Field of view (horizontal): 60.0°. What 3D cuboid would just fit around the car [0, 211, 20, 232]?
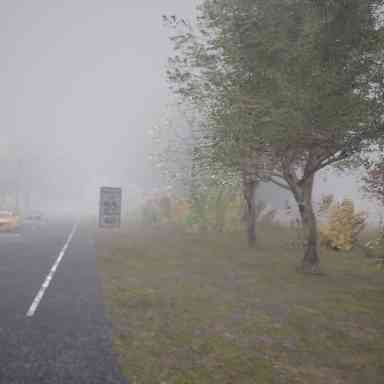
[{"bbox_3d":[-15.202,2.310,26.710,1.882,1.535,5.008,3,-3,-18],"label":"car"}]

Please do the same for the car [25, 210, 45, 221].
[{"bbox_3d":[-20.712,3.099,44.162,2.033,1.411,5.357,3,-3,-18],"label":"car"}]
